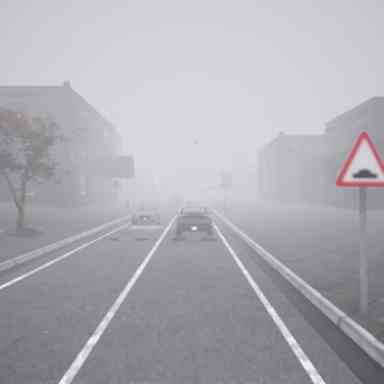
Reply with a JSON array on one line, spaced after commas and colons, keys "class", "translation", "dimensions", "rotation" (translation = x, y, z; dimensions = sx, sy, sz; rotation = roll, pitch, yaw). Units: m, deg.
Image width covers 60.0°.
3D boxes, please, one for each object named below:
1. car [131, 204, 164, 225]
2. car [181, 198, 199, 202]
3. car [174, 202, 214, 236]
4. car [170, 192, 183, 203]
[{"class": "car", "translation": [-3.091, 1.573, 23.860], "dimensions": [1.994, 1.385, 4.181], "rotation": [0, 0, 0]}, {"class": "car", "translation": [0.104, 1.537, 36.436], "dimensions": [2.033, 1.411, 5.357], "rotation": [0, 0, 0]}, {"class": "car", "translation": [0.104, 1.486, 17.985], "dimensions": [1.837, 1.490, 4.892], "rotation": [0, -1, 0]}, {"class": "car", "translation": [-2.997, 1.106, 64.570], "dimensions": [2.150, 2.045, 5.566], "rotation": [0, 0, 0]}]
